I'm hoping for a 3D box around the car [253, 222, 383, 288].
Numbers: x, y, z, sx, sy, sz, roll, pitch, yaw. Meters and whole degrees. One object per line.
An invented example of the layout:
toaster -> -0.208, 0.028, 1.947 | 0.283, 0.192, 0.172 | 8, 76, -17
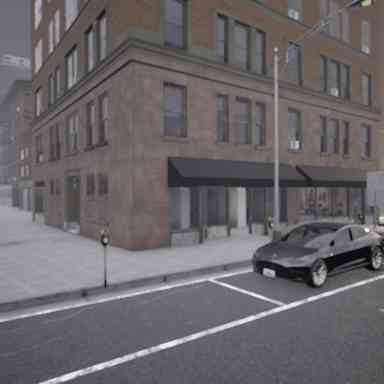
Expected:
car -> 3.595, 1.533, 9.147 | 4.313, 1.339, 1.947 | 0, 0, -36
